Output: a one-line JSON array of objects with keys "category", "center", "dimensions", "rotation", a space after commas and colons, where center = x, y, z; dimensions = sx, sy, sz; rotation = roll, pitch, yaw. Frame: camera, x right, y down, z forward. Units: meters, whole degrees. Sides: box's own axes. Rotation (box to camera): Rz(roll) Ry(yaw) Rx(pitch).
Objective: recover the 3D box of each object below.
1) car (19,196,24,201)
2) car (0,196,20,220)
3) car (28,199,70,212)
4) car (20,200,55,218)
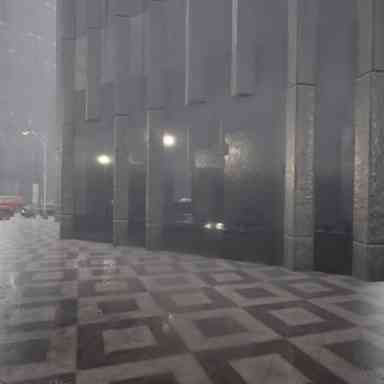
[{"category": "car", "center": [-20.749, 1.353, 36.227], "dimensions": [2.192, 1.841, 5.009], "rotation": [1, 0, 35]}, {"category": "car", "center": [-17.076, 1.463, 26.681], "dimensions": [2.192, 1.841, 5.009], "rotation": [1, 0, 35]}, {"category": "car", "center": [-17.484, 1.633, 40.828], "dimensions": [1.947, 1.339, 4.313], "rotation": [1, 0, 35]}, {"category": "car", "center": [-13.810, 1.742, 31.283], "dimensions": [1.947, 1.339, 4.313], "rotation": [1, 0, 35]}]
